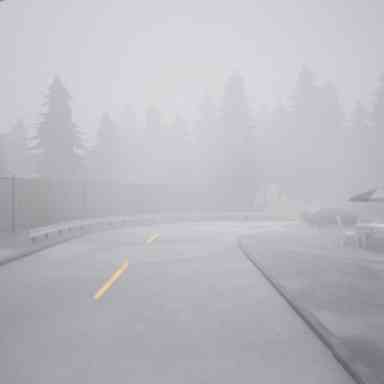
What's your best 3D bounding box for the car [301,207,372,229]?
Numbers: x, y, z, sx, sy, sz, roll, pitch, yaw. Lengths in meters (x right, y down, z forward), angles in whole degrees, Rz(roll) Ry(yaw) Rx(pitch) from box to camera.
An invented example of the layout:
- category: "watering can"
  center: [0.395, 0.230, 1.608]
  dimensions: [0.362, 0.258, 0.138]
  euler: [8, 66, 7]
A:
- category: "car"
  center: [9.952, 1.745, 23.112]
  dimensions: [4.674, 1.442, 1.812]
  euler: [0, -1, -3]
